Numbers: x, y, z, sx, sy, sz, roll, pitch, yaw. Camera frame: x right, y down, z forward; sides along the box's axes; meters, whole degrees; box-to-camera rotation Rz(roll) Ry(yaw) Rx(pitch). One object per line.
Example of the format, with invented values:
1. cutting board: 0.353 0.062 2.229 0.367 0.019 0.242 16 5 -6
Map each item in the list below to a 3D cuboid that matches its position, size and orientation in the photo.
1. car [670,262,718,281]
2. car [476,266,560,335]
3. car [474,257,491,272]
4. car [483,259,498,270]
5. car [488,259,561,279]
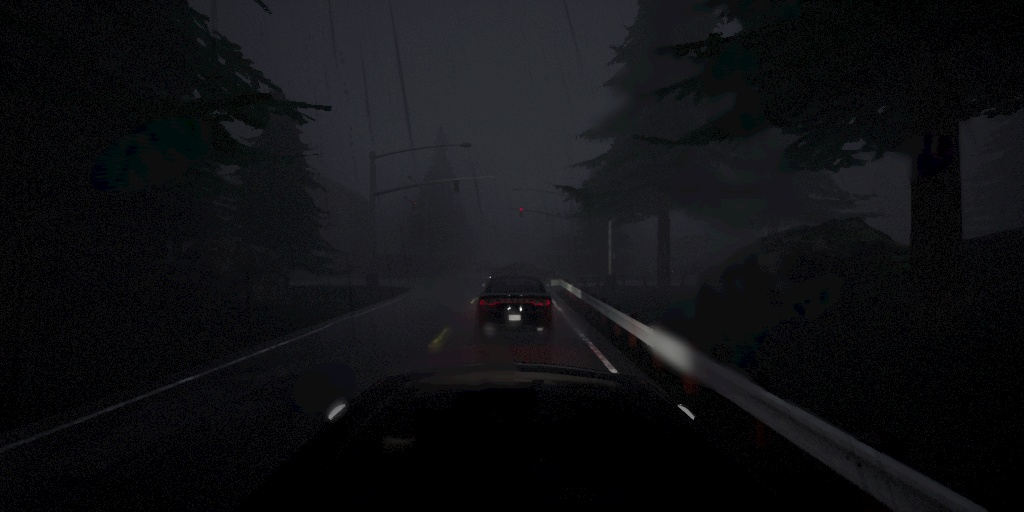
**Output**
1. car: 15.235 1.226 29.610 4.902 1.511 2.128 0 0 0
2. car: 0.103 1.228 10.494 1.882 1.535 5.008 0 0 1
3. car: -3.352 1.228 45.124 1.882 1.535 5.008 0 0 0
4. car: -3.294 1.228 55.446 1.882 1.535 5.008 0 0 1
5. car: 1.039 1.220 26.071 5.008 1.535 1.882 0 0 1
